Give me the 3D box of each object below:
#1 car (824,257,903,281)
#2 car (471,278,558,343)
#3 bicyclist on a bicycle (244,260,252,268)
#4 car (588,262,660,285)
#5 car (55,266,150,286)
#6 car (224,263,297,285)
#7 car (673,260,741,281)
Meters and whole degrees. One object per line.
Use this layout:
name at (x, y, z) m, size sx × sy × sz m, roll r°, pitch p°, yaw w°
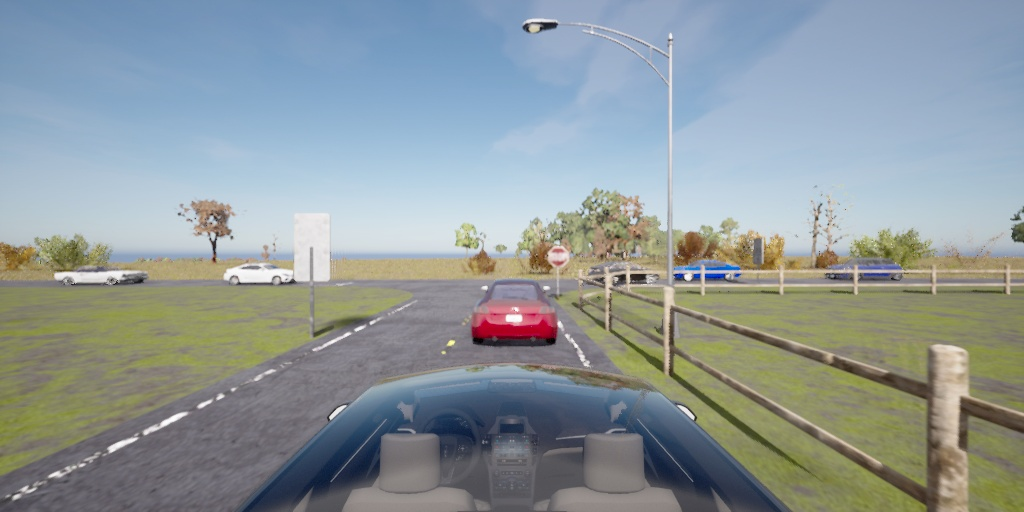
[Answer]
car at (26.577, 0.935, 27.245) m, size 4.553 × 1.767 × 2.097 m, roll 0°, pitch 0°, yaw 0°
car at (0.091, 1.282, 9.582) m, size 1.994 × 1.385 × 4.181 m, roll 0°, pitch 0°, yaw 1°
bicyclist on a bicycle at (-22.505, 1.146, 30.675) m, size 0.582 × 1.620 × 1.656 m, roll 0°, pitch 0°, yaw 0°
car at (7.582, 1.131, 24.201) m, size 4.902 × 1.511 × 2.128 m, roll 0°, pitch 0°, yaw -14°
car at (-28.140, 1.334, 24.749) m, size 4.718 × 1.301 × 1.895 m, roll 0°, pitch 0°, yaw 1°
car at (-17.123, 1.228, 24.649) m, size 4.674 × 1.442 × 1.812 m, roll 0°, pitch 0°, yaw 1°
car at (14.615, 1.085, 27.350) m, size 5.008 × 1.535 × 1.882 m, roll 0°, pitch 0°, yaw 0°
